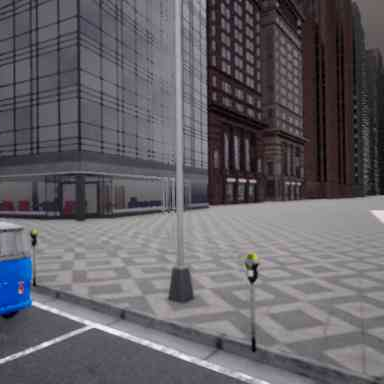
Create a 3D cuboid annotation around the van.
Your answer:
[{"bbox_3d":[-4.661,1.372,6.185,3.998,1.788,1.690,0,-1,36],"label":"van"}]
